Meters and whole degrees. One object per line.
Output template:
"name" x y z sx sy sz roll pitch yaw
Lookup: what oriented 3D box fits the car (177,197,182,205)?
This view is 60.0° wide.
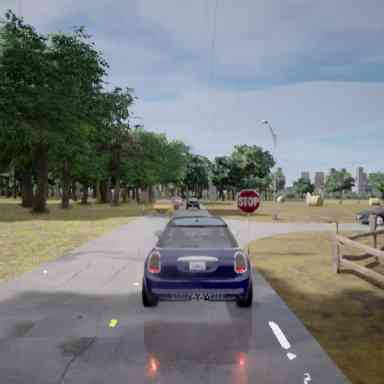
"car" -2.817 1.683 44.803 1.994 1.385 4.181 0 0 0

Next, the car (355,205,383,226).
"car" 14.200 1.590 23.557 4.892 1.490 1.837 0 -2 0

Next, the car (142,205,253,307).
"car" 0.104 1.357 8.135 2.097 1.767 4.553 0 0 0

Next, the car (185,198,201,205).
"car" 0.127 1.638 47.154 1.837 1.490 4.892 0 0 0

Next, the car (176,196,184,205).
"car" -2.760 1.553 56.535 2.097 1.767 4.553 0 0 1

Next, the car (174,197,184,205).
"car" -2.724 1.801 68.501 1.837 1.490 4.892 0 -1 0

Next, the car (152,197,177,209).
"car" -2.827 1.533 33.220 1.882 1.535 5.008 0 0 0
